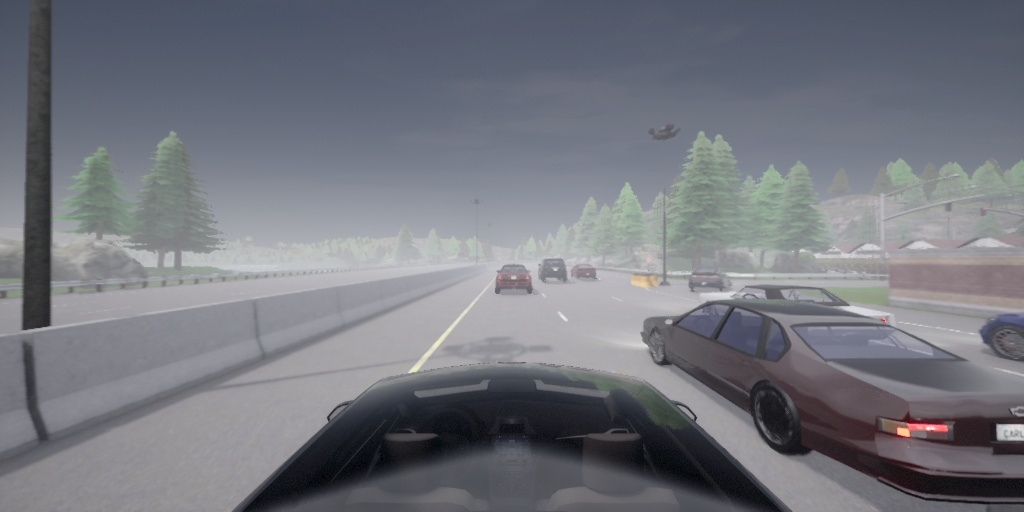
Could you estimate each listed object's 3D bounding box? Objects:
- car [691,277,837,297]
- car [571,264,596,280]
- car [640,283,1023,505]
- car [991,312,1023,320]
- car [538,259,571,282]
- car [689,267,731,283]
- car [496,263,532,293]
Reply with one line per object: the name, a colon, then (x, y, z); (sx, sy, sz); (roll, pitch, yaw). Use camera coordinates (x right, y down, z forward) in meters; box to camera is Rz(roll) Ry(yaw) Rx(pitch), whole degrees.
car: (7.099, 1.424, 9.768); (1.895, 1.301, 4.718); (0, -1, 0)
car: (7.094, 1.537, 35.990); (1.882, 1.535, 5.008); (0, 0, 0)
car: (3.600, 1.328, 5.071); (2.033, 1.411, 5.357); (0, 0, 0)
car: (10.600, 1.310, 5.425); (1.812, 1.442, 4.674); (0, -1, 0)
car: (3.596, 1.249, 32.331); (2.150, 2.045, 5.566); (0, 0, 0)
car: (12.695, 1.434, 22.965); (2.128, 1.511, 4.902); (-1, -1, 37)
car: (0.098, 1.289, 22.549); (2.097, 1.767, 4.553); (0, -1, 0)
